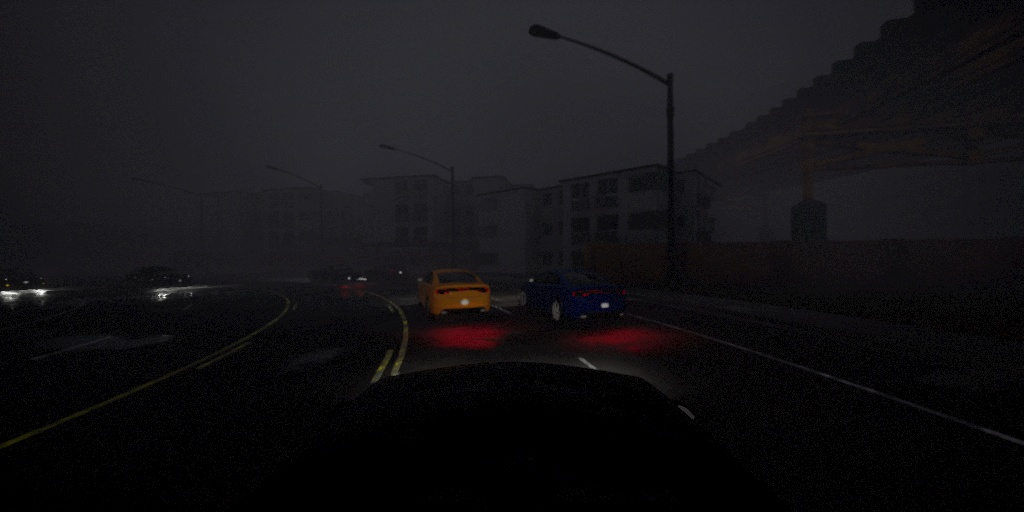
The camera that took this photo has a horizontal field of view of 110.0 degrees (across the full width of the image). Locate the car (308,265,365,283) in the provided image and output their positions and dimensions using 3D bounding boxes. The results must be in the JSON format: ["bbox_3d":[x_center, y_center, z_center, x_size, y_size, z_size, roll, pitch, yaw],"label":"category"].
[{"bbox_3d":[-13.602,1.334,27.290,4.718,1.301,1.895,0,0,36],"label":"car"}]

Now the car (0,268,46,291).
[{"bbox_3d":[-33.197,1.525,23.614,4.181,1.385,1.994,0,0,15],"label":"car"}]

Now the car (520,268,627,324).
[{"bbox_3d":[1.749,1.146,11.851,1.882,1.535,5.008,0,0,-17],"label":"car"}]

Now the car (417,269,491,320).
[{"bbox_3d":[-2.219,1.183,12.708,1.882,1.535,5.008,0,0,-20],"label":"car"}]

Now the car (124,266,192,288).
[{"bbox_3d":[-24.461,1.388,24.727,4.674,1.442,1.812,0,0,18],"label":"car"}]

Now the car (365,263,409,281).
[{"bbox_3d":[-10.119,1.251,28.870,4.181,1.385,1.994,0,0,40],"label":"car"}]
